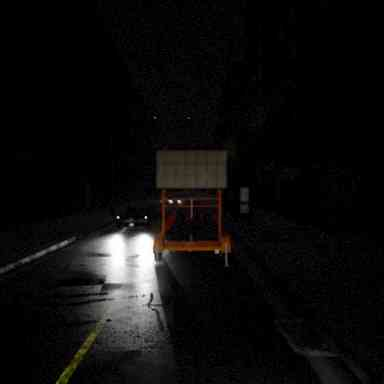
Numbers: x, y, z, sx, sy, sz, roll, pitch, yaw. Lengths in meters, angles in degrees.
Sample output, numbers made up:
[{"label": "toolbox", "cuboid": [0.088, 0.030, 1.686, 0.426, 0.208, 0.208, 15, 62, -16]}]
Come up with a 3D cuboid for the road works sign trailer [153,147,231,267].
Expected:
[{"label": "road works sign trailer", "cuboid": [-0.011, 0.331, 10.900, 2.380, 3.560, 2.880, 0, 1, 0]}]

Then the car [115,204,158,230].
[{"label": "car", "cuboid": [-3.120, 1.367, 19.445, 1.895, 1.301, 4.718, 0, 1, 0]}]

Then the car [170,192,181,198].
[{"label": "car", "cuboid": [-3.110, 0.731, 62.895, 1.882, 1.535, 5.008, 0, 1, 0]}]
